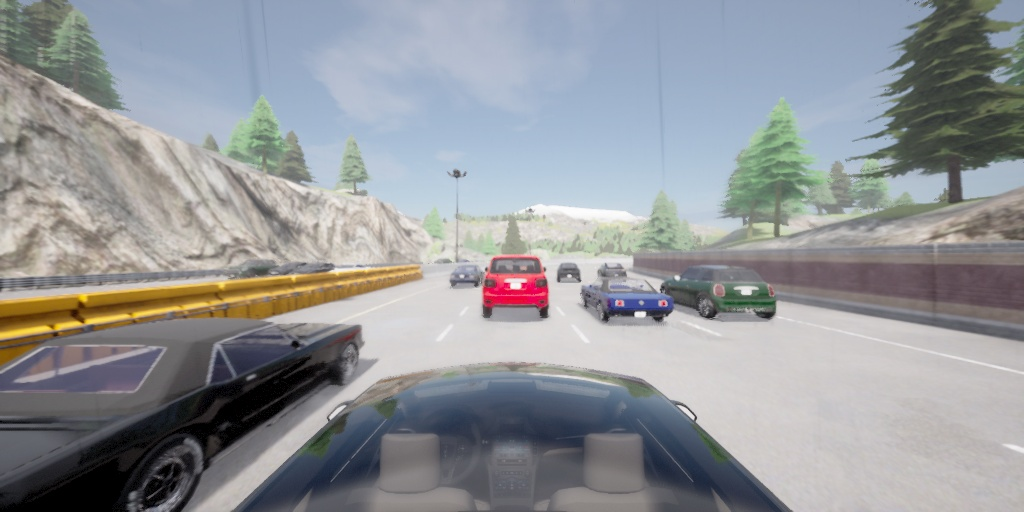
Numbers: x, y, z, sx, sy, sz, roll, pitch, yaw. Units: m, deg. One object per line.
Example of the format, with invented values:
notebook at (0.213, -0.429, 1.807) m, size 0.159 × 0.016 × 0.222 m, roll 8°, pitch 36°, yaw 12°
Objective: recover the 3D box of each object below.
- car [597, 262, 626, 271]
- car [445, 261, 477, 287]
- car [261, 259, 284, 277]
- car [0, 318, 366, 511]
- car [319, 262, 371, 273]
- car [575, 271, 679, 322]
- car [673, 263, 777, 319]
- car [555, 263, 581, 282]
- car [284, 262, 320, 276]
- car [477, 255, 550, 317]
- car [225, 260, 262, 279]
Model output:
car at (8.151, 1.268, 29.551) m, size 2.128 × 1.511 × 4.902 m, roll 0°, pitch 0°, yaw 7°
car at (-2.900, 1.314, 24.716) m, size 2.033 × 1.411 × 5.357 m, roll 0°, pitch 0°, yaw 5°
car at (-19.830, 1.267, 32.734) m, size 1.837 × 1.490 × 4.892 m, roll 0°, pitch 0°, yaw 7°
car at (-3.423, 1.351, 4.010) m, size 1.895 × 1.301 × 4.718 m, roll 0°, pitch 0°, yaw 0°
car at (-13.181, 1.289, 29.256) m, size 1.812 × 1.442 × 4.674 m, roll 0°, pitch 0°, yaw 6°
car at (3.621, 1.362, 12.294) m, size 1.895 × 1.301 × 4.718 m, roll 0°, pitch 0°, yaw 0°
car at (7.131, 1.115, 13.000) m, size 2.097 × 1.767 × 4.553 m, roll 0°, pitch 0°, yaw 1°
car at (4.650, 1.279, 29.660) m, size 1.837 × 1.490 × 4.892 m, roll 0°, pitch 0°, yaw 7°
car at (-16.556, 1.267, 30.578) m, size 1.837 × 1.490 × 4.892 m, roll 0°, pitch 0°, yaw 6°
car at (0.134, 0.980, 13.290) m, size 2.150 × 2.045 × 5.566 m, roll 0°, pitch 0°, yaw 1°
car at (-23.362, 1.112, 32.551) m, size 2.097 × 1.767 × 4.553 m, roll 0°, pitch 0°, yaw 7°
